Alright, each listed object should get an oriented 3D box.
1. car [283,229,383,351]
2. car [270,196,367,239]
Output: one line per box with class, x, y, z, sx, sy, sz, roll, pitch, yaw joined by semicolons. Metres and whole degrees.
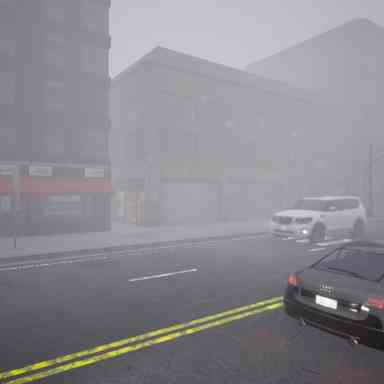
car;3.585;1.564;5.976;4.181;1.385;1.994;0;0;-35
car;6.232;1.220;16.068;5.566;2.045;2.150;0;0;-35
